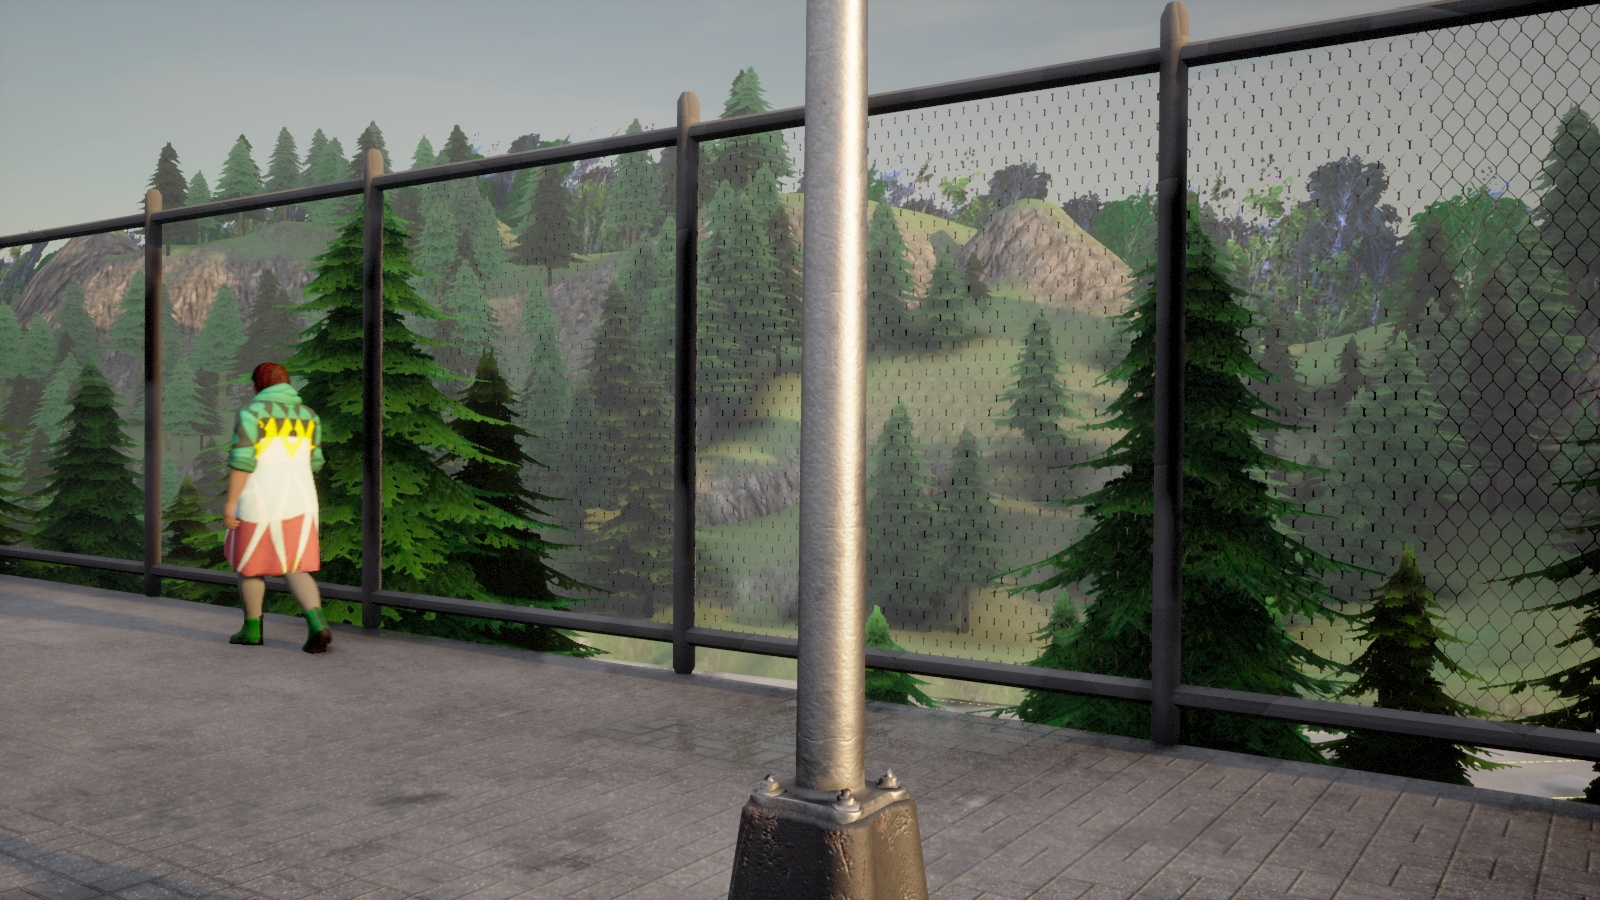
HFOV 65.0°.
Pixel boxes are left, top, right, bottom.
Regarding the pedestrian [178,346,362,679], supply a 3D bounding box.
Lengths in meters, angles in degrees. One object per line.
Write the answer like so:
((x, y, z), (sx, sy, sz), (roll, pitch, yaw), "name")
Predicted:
((-3.324, 0.364, 7.883), (0.873, 1.952, 0.659), (0, 1, 33), "pedestrian")
